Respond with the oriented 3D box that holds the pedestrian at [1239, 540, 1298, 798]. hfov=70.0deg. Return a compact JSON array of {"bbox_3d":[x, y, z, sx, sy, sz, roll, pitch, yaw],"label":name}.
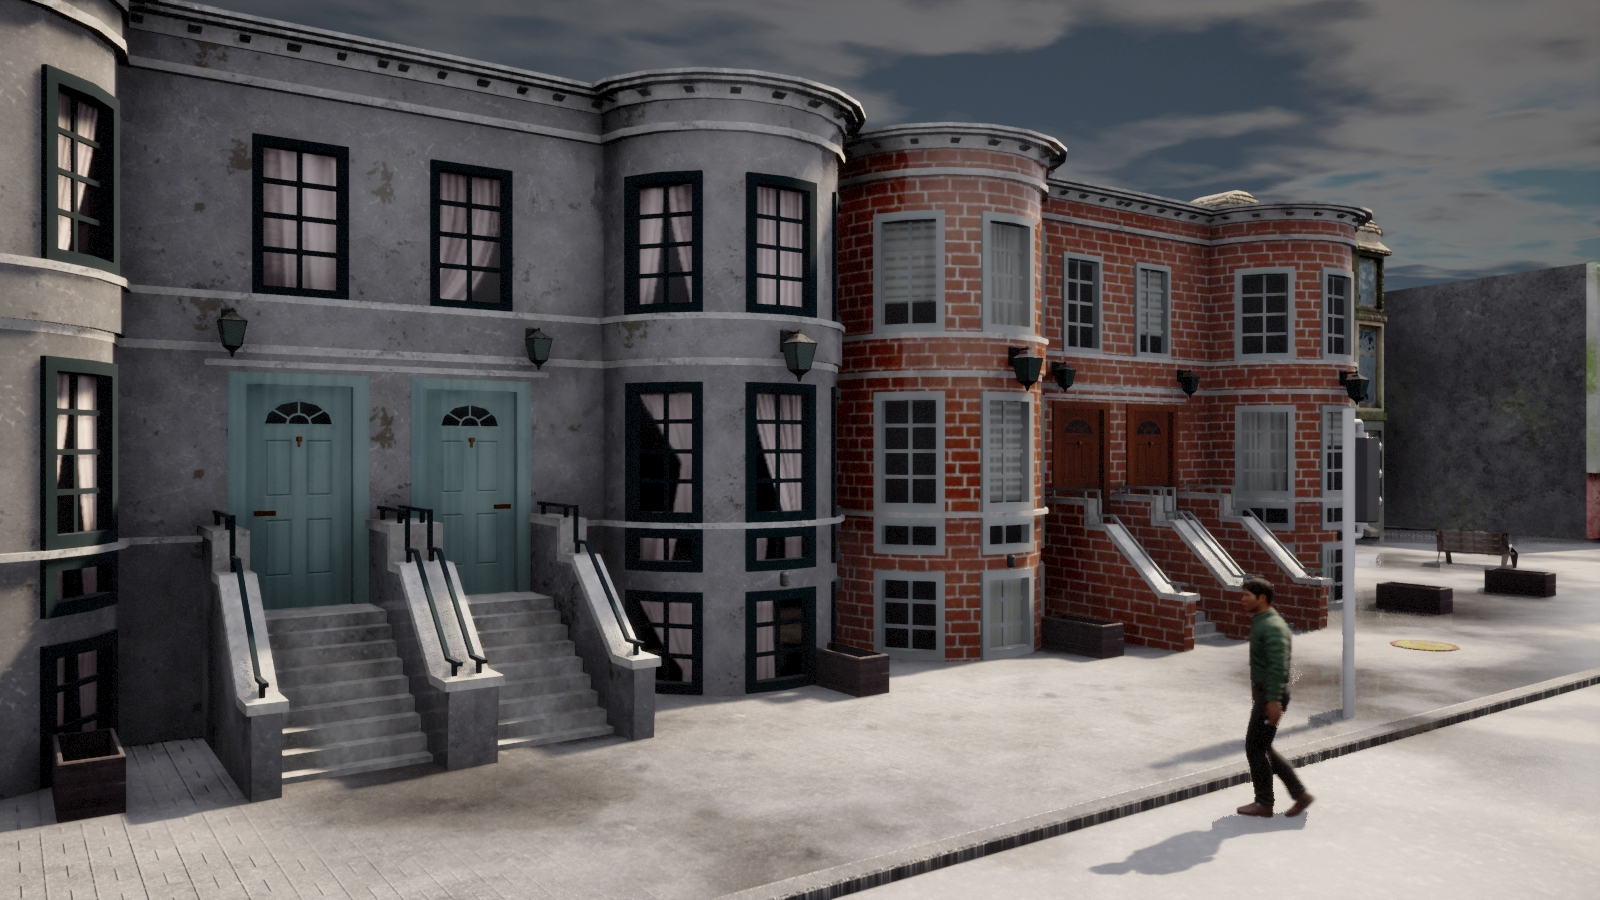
[{"bbox_3d":[3.538,1.629,8.642,0.375,1.860,0.375,0,0,16],"label":"pedestrian"}]
